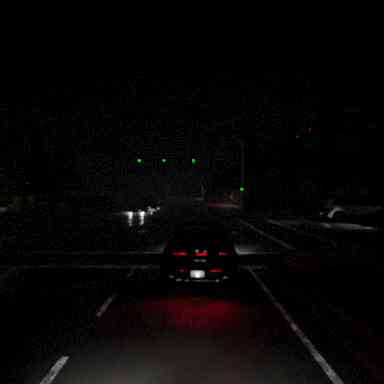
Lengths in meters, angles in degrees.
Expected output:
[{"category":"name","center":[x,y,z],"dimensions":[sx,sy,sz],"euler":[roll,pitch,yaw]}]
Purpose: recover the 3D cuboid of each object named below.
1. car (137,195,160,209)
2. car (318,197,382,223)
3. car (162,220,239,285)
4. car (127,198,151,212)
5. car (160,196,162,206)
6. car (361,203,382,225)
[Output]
[{"category":"car","center":[-7.099,1.668,54.662],"dimensions":[2.150,2.045,5.566],"euler":[0,-1,0]},{"category":"car","center":[13.466,1.449,27.637],"dimensions":[5.566,2.045,2.150],"euler":[0,0,-1]},{"category":"car","center":[0.305,1.586,9.795],"dimensions":[1.837,1.490,4.892],"euler":[0,0,4]},{"category":"car","center":[-7.103,1.892,44.904],"dimensions":[1.812,1.442,4.674],"euler":[0,0,0]},{"category":"car","center":[-7.042,1.751,64.866],"dimensions":[2.150,2.045,5.566],"euler":[0,-1,1]},{"category":"car","center":[15.237,1.725,24.188],"dimensions":[4.674,1.442,1.812],"euler":[0,0,-1]}]
